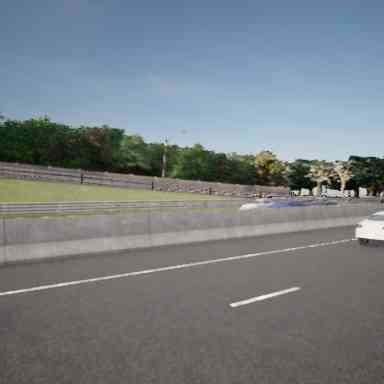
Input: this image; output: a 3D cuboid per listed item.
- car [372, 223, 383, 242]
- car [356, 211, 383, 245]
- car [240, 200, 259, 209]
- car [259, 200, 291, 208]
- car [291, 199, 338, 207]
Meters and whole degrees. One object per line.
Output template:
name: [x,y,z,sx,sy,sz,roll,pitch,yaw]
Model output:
car: [7.277,1.553,8.935,5.357,1.411,2.033,0,0,-35]
car: [8.906,1.532,14.394,4.674,1.442,1.812,0,0,-35]
car: [7.151,1.534,34.879,4.674,1.442,1.812,0,0,-35]
car: [9.148,1.485,32.005,5.008,1.535,1.882,0,0,-35]
car: [11.208,1.512,29.174,4.892,1.490,1.837,0,0,-35]
